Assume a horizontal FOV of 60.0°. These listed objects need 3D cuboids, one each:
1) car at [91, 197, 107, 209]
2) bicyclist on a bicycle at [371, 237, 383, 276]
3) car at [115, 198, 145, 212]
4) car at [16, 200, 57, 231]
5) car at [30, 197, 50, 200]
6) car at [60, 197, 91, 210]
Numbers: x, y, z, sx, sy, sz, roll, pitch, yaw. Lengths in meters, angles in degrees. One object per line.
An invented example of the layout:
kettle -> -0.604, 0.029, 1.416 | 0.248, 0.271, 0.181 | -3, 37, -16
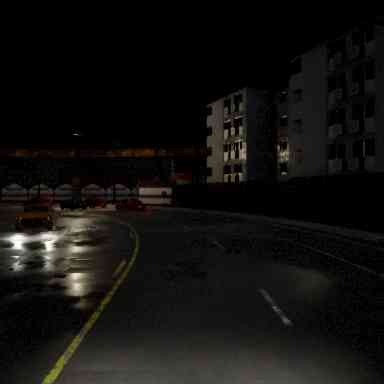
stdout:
car -> -13.746, 1.466, 45.979 | 5.008, 1.535, 1.882 | 0, 0, 42
bicyclist on a bicycle -> 5.617, 1.442, 8.951 | 1.656, 1.620, 0.582 | -1, 0, -2
car -> -7.261, 1.468, 38.768 | 1.882, 1.535, 5.008 | 0, 0, -36
car -> -9.569, 1.472, 20.712 | 1.882, 1.535, 5.008 | 0, 0, -18
car -> -22.189, 1.466, 47.971 | 5.008, 1.535, 1.882 | 0, 0, 31
car -> -15.142, 1.553, 42.387 | 1.994, 1.385, 4.181 | 0, 0, -45
